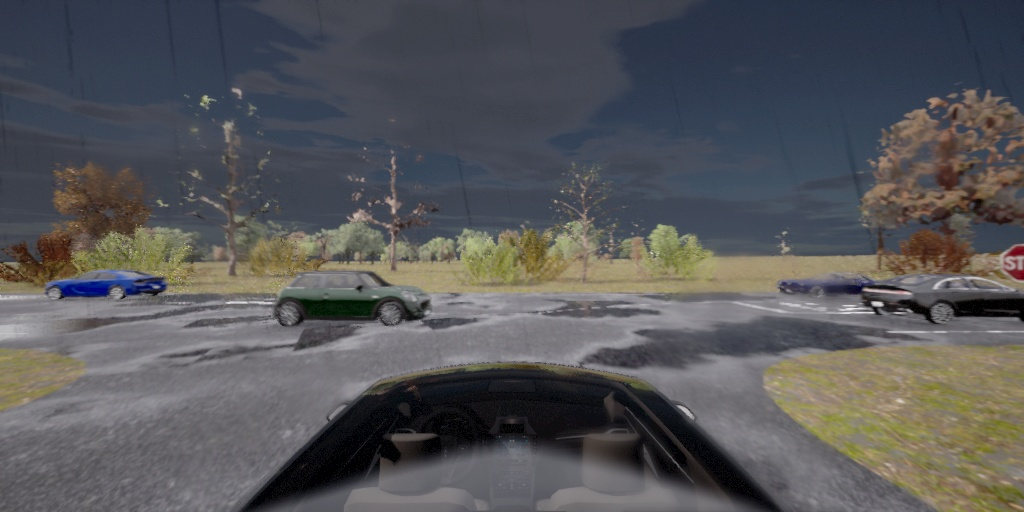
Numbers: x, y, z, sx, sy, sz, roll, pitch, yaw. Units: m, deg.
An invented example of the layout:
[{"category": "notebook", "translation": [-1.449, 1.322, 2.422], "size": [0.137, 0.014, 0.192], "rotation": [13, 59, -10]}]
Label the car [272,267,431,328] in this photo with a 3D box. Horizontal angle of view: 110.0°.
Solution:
[{"category": "car", "translation": [-4.985, 1.244, 11.620], "size": [4.553, 1.767, 2.097], "rotation": [0, -1, 0]}]

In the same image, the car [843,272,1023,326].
[{"category": "car", "translation": [14.254, 1.343, 11.631], "size": [4.902, 1.511, 2.128], "rotation": [0, -1, 0]}]

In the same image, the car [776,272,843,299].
[{"category": "car", "translation": [16.641, 1.517, 18.653], "size": [4.718, 1.301, 1.895], "rotation": [0, -1, 0]}]

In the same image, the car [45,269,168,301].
[{"category": "car", "translation": [-20.903, 1.456, 18.568], "size": [5.008, 1.535, 1.882], "rotation": [0, -1, 0]}]
